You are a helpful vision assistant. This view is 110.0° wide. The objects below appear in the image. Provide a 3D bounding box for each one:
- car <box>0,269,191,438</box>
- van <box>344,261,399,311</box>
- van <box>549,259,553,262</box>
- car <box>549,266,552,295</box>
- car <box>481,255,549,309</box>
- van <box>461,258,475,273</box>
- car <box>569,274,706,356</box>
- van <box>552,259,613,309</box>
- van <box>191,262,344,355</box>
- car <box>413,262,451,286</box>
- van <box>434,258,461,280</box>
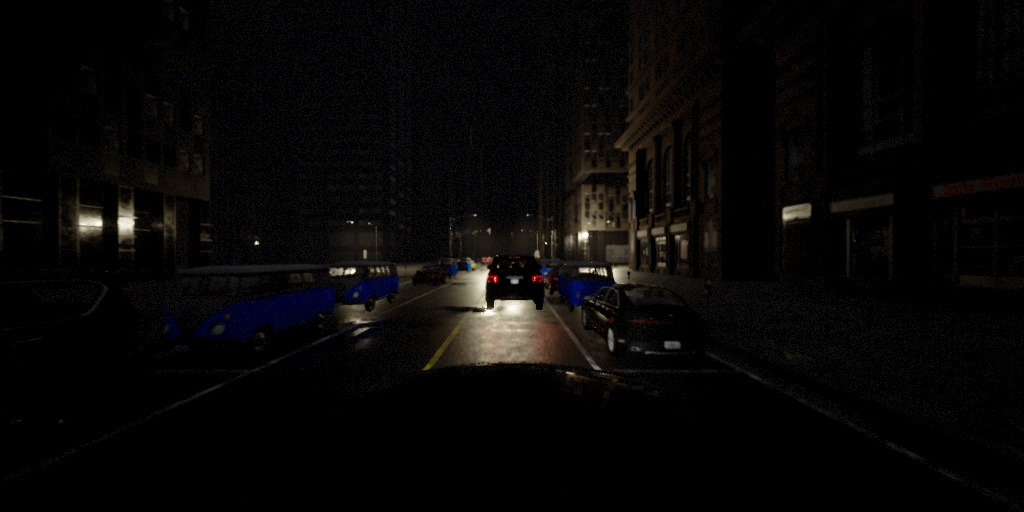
[{"bbox_3d":[-5.762,1.065,2.672,2.192,1.841,5.009,0,0,0],"label":"car"},{"bbox_3d":[-5.761,1.087,14.027,1.690,1.789,3.998,0,0,0],"label":"van"},{"bbox_3d":[2.766,1.084,25.390,1.690,1.789,3.998,0,0,0],"label":"van"},{"bbox_3d":[2.765,1.290,19.713,1.888,1.381,4.507,0,0,0],"label":"car"},{"bbox_3d":[0.100,0.968,15.092,2.150,2.045,5.566,0,0,0],"label":"car"},{"bbox_3d":[-5.756,1.084,42.414,1.690,1.789,3.998,0,0,0],"label":"van"},{"bbox_3d":[2.764,1.298,8.358,2.007,1.370,4.403,0,0,0],"label":"car"},{"bbox_3d":[2.765,1.087,14.036,1.690,1.789,3.998,0,0,0],"label":"van"},{"bbox_3d":[-5.761,1.089,8.350,1.690,1.789,3.998,0,0,0],"label":"van"},{"bbox_3d":[-5.759,1.326,25.382,1.802,1.307,4.207,0,0,0],"label":"car"},{"bbox_3d":[-5.758,1.084,31.060,1.690,1.789,3.998,0,0,0],"label":"van"}]
